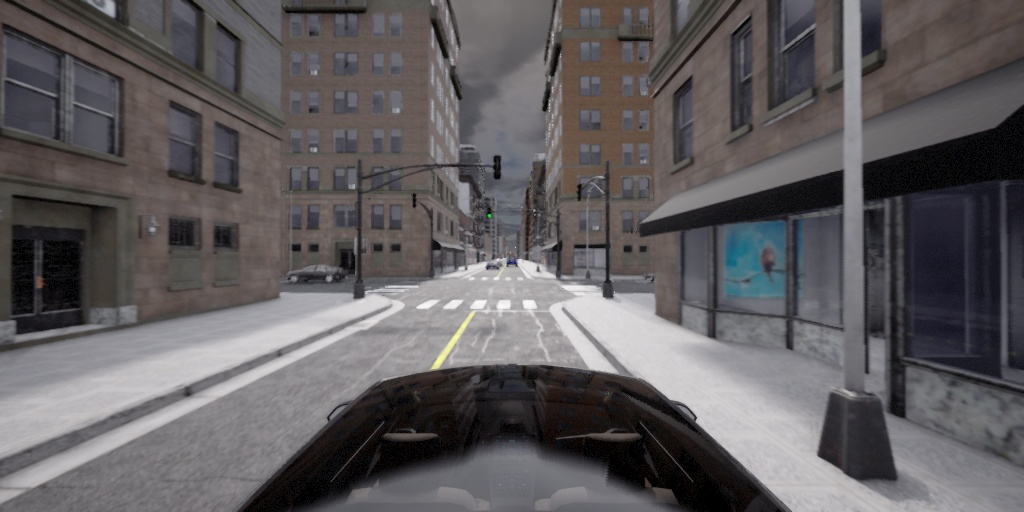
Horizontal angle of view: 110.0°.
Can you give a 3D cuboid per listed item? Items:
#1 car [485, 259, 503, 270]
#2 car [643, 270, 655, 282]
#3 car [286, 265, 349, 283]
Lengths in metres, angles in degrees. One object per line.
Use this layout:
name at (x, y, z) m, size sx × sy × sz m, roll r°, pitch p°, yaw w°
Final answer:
car at (-2.802, 1.303, 52.376) m, size 2.033 × 1.411 × 5.357 m, roll 0°, pitch 0°, yaw 1°
car at (12.281, 1.334, 27.326) m, size 4.403 × 1.370 × 2.007 m, roll 0°, pitch 0°, yaw 0°
car at (-14.800, 1.322, 27.366) m, size 4.403 × 1.370 × 2.007 m, roll 0°, pitch 0°, yaw 0°
